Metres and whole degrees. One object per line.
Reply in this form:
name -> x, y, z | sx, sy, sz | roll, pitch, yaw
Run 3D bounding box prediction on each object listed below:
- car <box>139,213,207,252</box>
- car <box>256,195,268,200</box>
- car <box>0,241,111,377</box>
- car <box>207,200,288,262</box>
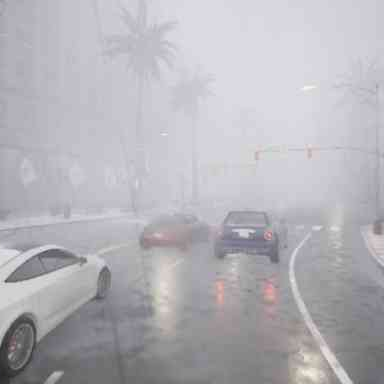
car -> -0.579, 1.580, 14.257 | 1.994, 1.385, 4.181 | 0, 0, 20
car -> 15.568, 1.496, 73.935 | 2.161, 1.482, 4.786 | 0, 0, 24
car -> -2.886, 1.546, 5.517 | 1.812, 1.442, 4.674 | 0, 0, 6
car -> 2.347, 1.351, 12.412 | 2.097, 1.767, 4.553 | 0, 0, 20
